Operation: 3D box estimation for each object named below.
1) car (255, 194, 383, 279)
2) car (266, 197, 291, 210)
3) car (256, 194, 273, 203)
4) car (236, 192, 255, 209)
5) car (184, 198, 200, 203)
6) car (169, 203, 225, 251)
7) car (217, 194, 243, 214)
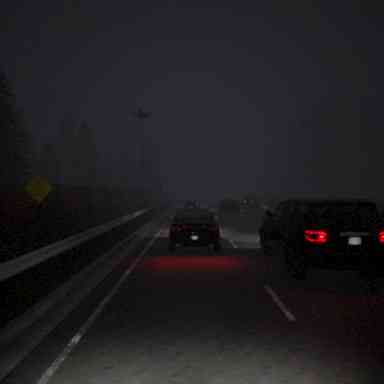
[{"bbox_3d":[3.594,1.171,10.023,2.150,2.045,5.566,0,0,0],"label":"car"},{"bbox_3d":[10.473,1.372,40.532,1.994,1.385,4.181,0,0,0],"label":"car"},{"bbox_3d":[13.795,1.198,63.632,2.128,1.511,4.902,0,0,0],"label":"car"},{"bbox_3d":[6.972,1.158,40.892,2.097,1.767,4.553,0,0,0],"label":"car"},{"bbox_3d":[-0.024,1.418,39.598,1.895,1.301,4.718,0,0,0],"label":"car"},{"bbox_3d":[0.091,1.413,13.876,1.882,1.535,5.008,0,0,0],"label":"car"},{"bbox_3d":[3.572,1.322,33.322,1.882,1.535,5.008,0,1,0],"label":"car"}]
